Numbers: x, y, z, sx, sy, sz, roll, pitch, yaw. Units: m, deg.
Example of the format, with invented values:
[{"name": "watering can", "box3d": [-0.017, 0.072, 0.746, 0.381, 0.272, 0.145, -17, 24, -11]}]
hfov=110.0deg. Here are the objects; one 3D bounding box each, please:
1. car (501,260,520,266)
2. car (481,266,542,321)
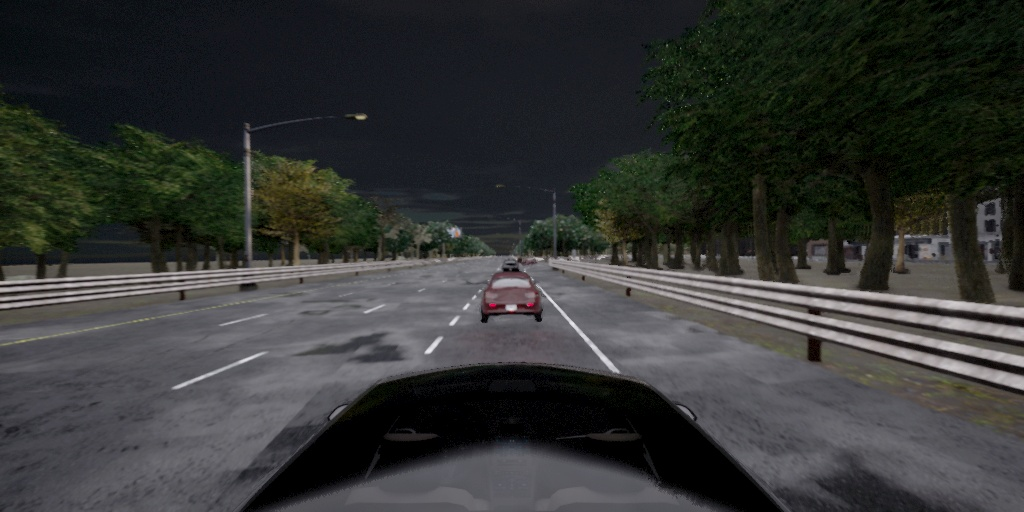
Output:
[{"name": "car", "box3d": [-0.174, 1.152, 39.198, 1.837, 1.490, 4.892, -1, 0, 0]}, {"name": "car", "box3d": [-0.032, 1.247, 12.162, 1.812, 1.442, 4.674, -1, 0, 0]}]
